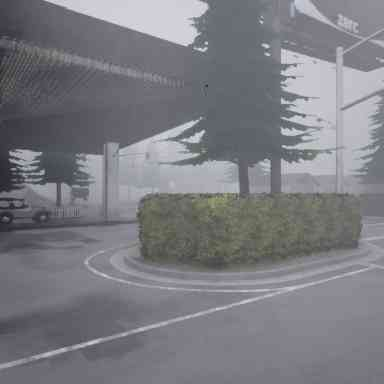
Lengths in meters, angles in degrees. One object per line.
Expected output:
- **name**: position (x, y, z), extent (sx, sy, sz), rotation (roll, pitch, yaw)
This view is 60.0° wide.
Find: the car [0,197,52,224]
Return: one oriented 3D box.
- **car**: position (-12.063, 1.313, 23.421), extent (3.866, 1.878, 1.905), rotation (0, 0, -36)
